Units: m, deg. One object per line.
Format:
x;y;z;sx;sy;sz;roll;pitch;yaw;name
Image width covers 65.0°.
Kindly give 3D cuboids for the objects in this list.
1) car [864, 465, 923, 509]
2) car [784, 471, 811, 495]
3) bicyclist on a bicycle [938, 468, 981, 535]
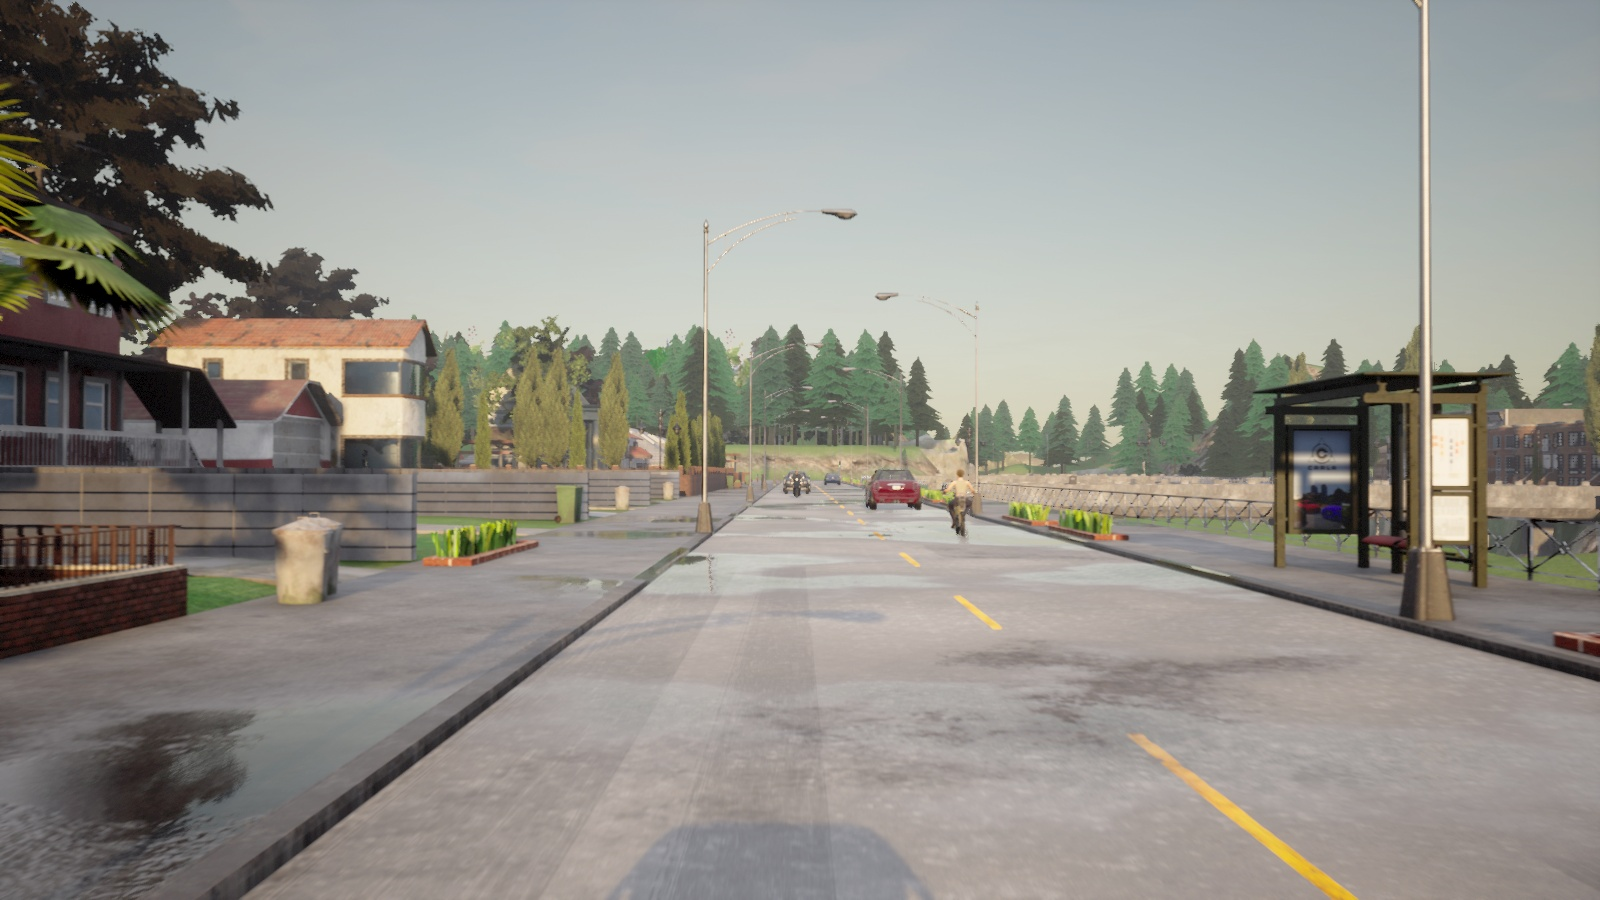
3.876;1.541;52.796;2.097;1.767;4.553;0;-1;0;car
-0.201;2.224;85.392;1.789;1.549;3.705;0;-1;0;car
3.927;1.254;30.985;0.866;1.612;1.509;0;-1;0;bicyclist on a bicycle
